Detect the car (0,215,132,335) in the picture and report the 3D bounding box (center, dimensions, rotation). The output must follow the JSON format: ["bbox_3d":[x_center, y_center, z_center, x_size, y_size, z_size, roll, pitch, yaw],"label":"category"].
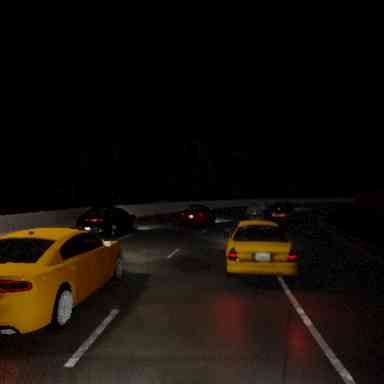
[{"bbox_3d":[-2.919,1.498,6.999,1.882,1.535,5.008,0,0,5],"label":"car"}]

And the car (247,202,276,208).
[{"bbox_3d":[6.322,1.647,31.185,1.812,1.442,4.674,0,0,23],"label":"car"}]

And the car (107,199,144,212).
[{"bbox_3d":[-8.234,1.627,41.773,2.128,1.511,4.902,0,0,25],"label":"car"}]

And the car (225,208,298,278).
[{"bbox_3d":[1.987,1.496,10.296,1.801,1.575,5.366,0,0,8],"label":"car"}]

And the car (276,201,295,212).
[{"bbox_3d":[11.733,1.770,42.460,1.895,1.301,4.718,0,0,31],"label":"car"}]

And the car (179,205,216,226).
[{"bbox_3d":[0.494,1.652,24.587,1.994,1.385,4.181,0,0,16],"label":"car"}]

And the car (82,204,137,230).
[{"bbox_3d":[-4.624,1.564,18.699,1.837,1.490,4.892,0,0,12],"label":"car"}]

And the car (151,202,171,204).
[{"bbox_3d":[-3.897,1.671,42.807,1.812,1.442,4.674,0,0,26],"label":"car"}]

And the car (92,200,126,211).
[{"bbox_3d":[-10.983,1.740,44.281,1.895,1.301,4.718,0,0,25],"label":"car"}]
